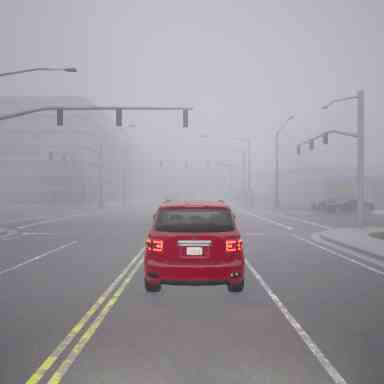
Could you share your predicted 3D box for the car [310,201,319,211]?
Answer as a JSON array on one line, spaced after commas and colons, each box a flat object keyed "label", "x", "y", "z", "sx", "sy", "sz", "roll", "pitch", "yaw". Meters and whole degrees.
[{"label": "car", "x": 16.103, "y": 1.352, "z": 38.586, "sx": 4.553, "sy": 1.767, "sz": 2.097, "roll": 0, "pitch": 0, "yaw": 0}]

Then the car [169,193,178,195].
[{"label": "car", "x": -3.667, "y": 1.352, "z": 54.633, "sx": 2.097, "sy": 1.767, "sz": 4.553, "roll": 0, "pitch": 0, "yaw": 0}]

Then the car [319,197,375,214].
[{"label": "car", "x": 16.562, "y": 1.478, "z": 35.079, "sx": 5.008, "sy": 1.535, "sz": 1.882, "roll": 0, "pitch": 0, "yaw": 0}]

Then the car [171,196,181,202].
[{"label": "car", "x": -3.605, "y": 1.552, "z": 74.093, "sx": 1.994, "sy": 1.385, "sz": 4.181, "roll": 0, "pitch": 0, "yaw": 0}]

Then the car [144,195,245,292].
[{"label": "car", "x": 0.060, "y": 1.221, "z": 9.047, "sx": 2.150, "sy": 2.045, "sz": 5.566, "roll": 0, "pitch": 0, "yaw": 0}]

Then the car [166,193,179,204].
[{"label": "car", "x": -3.641, "y": 1.215, "z": 64.219, "sx": 2.150, "sy": 2.045, "sz": 5.566, "roll": 0, "pitch": 1, "yaw": 0}]
